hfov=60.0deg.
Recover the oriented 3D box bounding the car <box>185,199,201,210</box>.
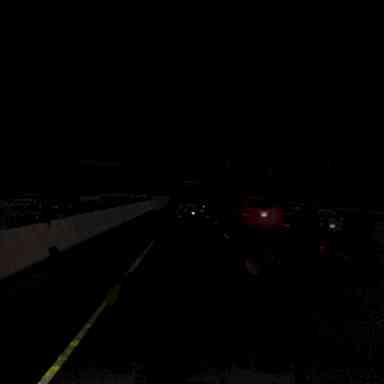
[{"bbox_3d":[0.103,1.608,43.065,1.895,1.301,4.718,0,0,0],"label":"car"}]

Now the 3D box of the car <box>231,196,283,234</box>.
[{"bbox_3d":[3.601,1.226,19.285,2.150,2.045,5.566,0,0,0],"label":"car"}]

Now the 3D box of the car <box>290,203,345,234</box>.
[{"bbox_3d":[7.100,1.530,19.127,1.812,1.442,4.674,0,0,0],"label":"car"}]

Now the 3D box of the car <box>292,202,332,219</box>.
[{"bbox_3d":[10.601,1.607,29.709,1.895,1.301,4.718,0,0,0],"label":"car"}]

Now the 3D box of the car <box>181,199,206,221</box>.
[{"bbox_3d":[0.099,1.570,27.163,1.994,1.385,4.181,0,0,0],"label":"car"}]

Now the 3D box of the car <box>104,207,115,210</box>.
[{"bbox_3d":[-10.587,1.486,40.316,1.882,1.535,5.008,0,0,0],"label":"car"}]
